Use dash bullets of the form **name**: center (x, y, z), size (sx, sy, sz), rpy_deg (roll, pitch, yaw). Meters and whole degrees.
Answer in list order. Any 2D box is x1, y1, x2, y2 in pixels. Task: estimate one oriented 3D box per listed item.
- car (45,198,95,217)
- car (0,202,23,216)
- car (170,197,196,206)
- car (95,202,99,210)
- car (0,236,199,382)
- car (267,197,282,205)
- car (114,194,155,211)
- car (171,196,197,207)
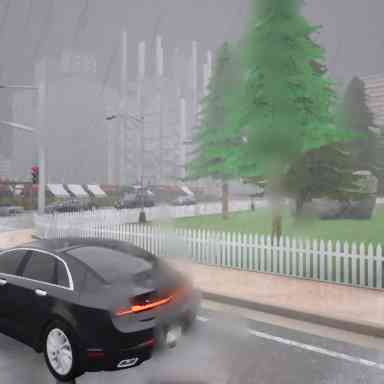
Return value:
- **car**: center (-12.325, 1.491, 32.136), size (2.128, 1.511, 4.902), rpy_deg (0, 0, 34)
- **car**: center (-18.020, 1.601, 30.051), size (1.895, 1.301, 4.718), rpy_deg (0, 0, 36)
- **car**: center (-1.408, 1.506, 54.599), size (1.837, 1.490, 4.892), rpy_deg (0, 0, 34)
- **car**: center (-12.883, 1.478, 37.583), size (1.882, 1.535, 5.008), rpy_deg (0, 0, 34)
- **car**: center (-2.178, 1.505, 5.481), size (4.892, 1.490, 1.837), rpy_deg (0, 0, 36)
- **car**: center (14.945, 1.564, 59.830), size (1.994, 1.385, 4.181), rpy_deg (0, 0, 34)
- **car**: center (-6.851, 1.221, 40.283), size (2.150, 2.045, 5.566), rpy_deg (0, 0, 34)
- **car**: center (-1.146, 1.352, 48.744), size (2.097, 1.767, 4.553), rpy_deg (0, 0, 34)
